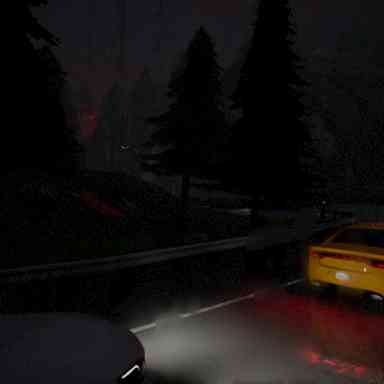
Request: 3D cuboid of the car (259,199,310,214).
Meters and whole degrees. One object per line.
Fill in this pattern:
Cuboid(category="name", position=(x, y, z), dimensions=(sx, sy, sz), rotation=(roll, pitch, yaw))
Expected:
Cuboid(category="car", position=(9.456, 1.509, 35.302), dimensions=(4.892, 1.490, 1.837), rotation=(0, 0, 34))

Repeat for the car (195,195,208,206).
Cuboid(category="car", position=(2.590, 1.528, 52.743), dimensions=(4.181, 1.385, 1.994), rotation=(0, 0, 35))

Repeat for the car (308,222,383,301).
Cuboid(category="car", position=(4.749, 1.477, 8.075), dimensions=(5.008, 1.535, 1.882), rotation=(0, 0, -42))

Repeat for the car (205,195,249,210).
Cuboid(category="car", position=(4.488, 1.519, 42.949), dimensions=(4.674, 1.442, 1.812), rotation=(0, 0, 34))

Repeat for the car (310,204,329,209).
Cuboid(category="car", position=(15.600, 1.353, 43.822), dimensions=(4.553, 1.767, 2.097), rotation=(0, 0, 34))

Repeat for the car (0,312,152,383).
Cuboid(category="car", position=(-2.523, 1.526, 2.208), dimensions=(4.674, 1.442, 1.812), rotation=(0, 0, -36))

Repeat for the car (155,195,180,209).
Cuboid(category="car", position=(-3.062, 1.297, 52.389), dimensions=(4.553, 1.767, 2.097), rotation=(0, 0, 35))

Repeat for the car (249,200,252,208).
Cuboid(category="car", position=(8.651, 1.600, 44.338), dimensions=(4.718, 1.301, 1.895), rotation=(0, 0, 34))
